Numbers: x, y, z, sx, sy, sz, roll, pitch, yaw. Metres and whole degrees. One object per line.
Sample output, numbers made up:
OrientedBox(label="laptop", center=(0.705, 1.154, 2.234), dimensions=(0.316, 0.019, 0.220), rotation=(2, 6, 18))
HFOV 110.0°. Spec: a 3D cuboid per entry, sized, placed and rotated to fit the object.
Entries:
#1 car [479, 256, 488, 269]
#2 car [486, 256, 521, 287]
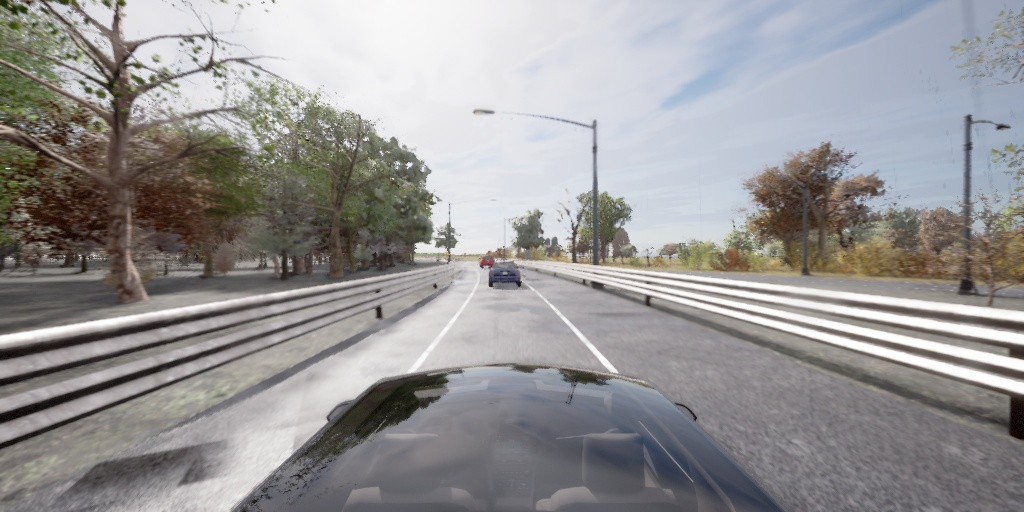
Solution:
OrientedBox(label="car", center=(-4.124, 0.951, 58.437), dimensions=(2.150, 2.045, 5.566), rotation=(0, 0, -9))
OrientedBox(label="car", center=(-0.598, 1.110, 25.155), dimensions=(2.097, 1.767, 4.553), rotation=(0, 0, -4))
